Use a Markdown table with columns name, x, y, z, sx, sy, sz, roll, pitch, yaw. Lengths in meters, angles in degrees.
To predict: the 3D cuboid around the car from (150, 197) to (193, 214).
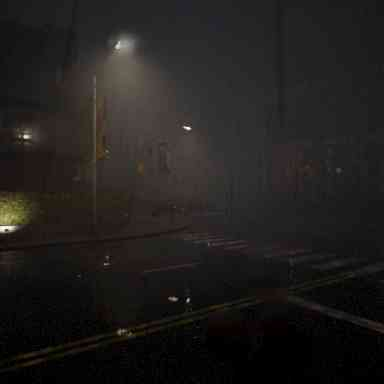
| name | x | y | z | sx | sy | sz | roll | pitch | yaw |
| --- | --- | --- | --- | --- | --- | --- | --- | --- | --- |
| car | -2.230 | 1.509 | 35.111 | 1.812 | 1.442 | 4.674 | 0 | 0 | -35 |

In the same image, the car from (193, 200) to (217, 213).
| name | x | y | z | sx | sy | sz | roll | pitch | yaw |
| --- | --- | --- | --- | --- | --- | --- | --- | --- | --- |
| car | 0.854 | 1.544 | 36.807 | 1.994 | 1.385 | 4.181 | 0 | 0 | -35 |

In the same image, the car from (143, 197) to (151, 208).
| name | x | y | z | sx | sy | sz | roll | pitch | yaw |
| --- | --- | --- | --- | --- | --- | --- | --- | --- | --- |
| car | -4.949 | 1.471 | 45.233 | 2.128 | 1.511 | 4.902 | 0 | 0 | -34 |
